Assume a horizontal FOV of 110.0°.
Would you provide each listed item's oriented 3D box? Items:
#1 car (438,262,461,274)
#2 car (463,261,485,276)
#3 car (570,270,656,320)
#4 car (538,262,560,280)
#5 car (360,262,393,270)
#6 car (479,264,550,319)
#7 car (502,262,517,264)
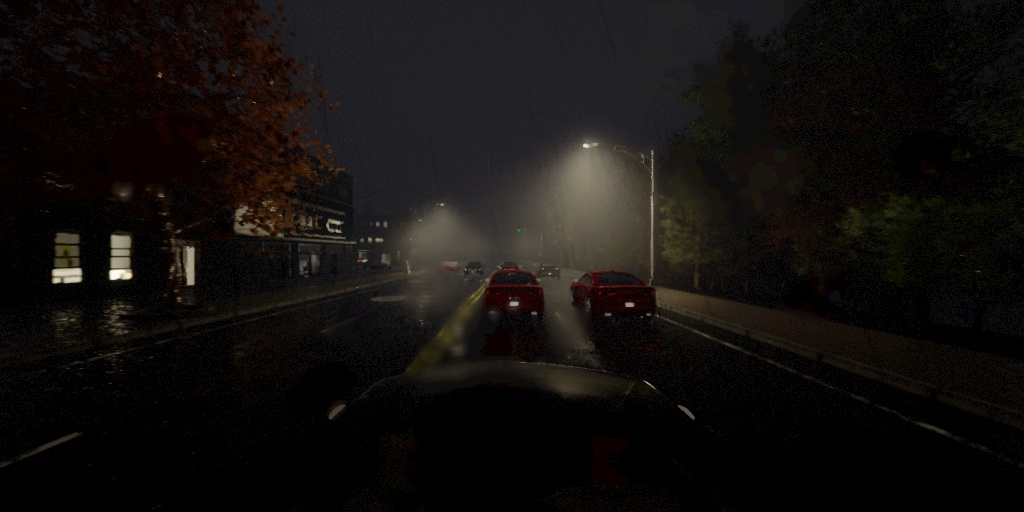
[{"bbox_3d":[-7.054,1.348,40.629,1.895,1.301,4.718,0,0,-1],"label":"car"},{"bbox_3d":[-3.755,1.272,36.396,1.812,1.442,4.674,0,0,-1],"label":"car"},{"bbox_3d":[3.293,1.226,12.594,1.882,1.535,5.008,0,0,-1],"label":"car"},{"bbox_3d":[3.015,1.238,31.235,2.128,1.511,4.902,0,0,-1],"label":"car"},{"bbox_3d":[-20.687,1.564,55.622,4.313,1.339,1.948,0,0,-1],"label":"car"},{"bbox_3d":[0.041,1.226,12.801,1.882,1.535,5.008,0,0,-1],"label":"car"},{"bbox_3d":[-0.240,1.251,31.507,1.837,1.490,4.892,0,0,-1],"label":"car"}]
